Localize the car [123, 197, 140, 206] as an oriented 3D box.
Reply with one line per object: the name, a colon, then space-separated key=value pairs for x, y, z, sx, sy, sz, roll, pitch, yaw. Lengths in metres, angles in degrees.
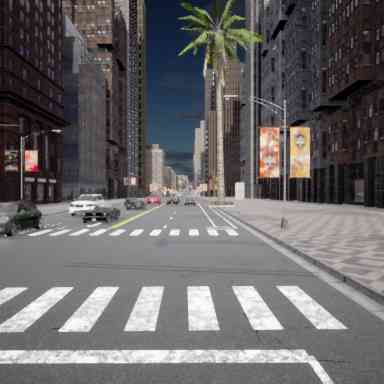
car: x=-10.116 y=1.604 z=55.944 sx=1.994 sy=1.385 sz=4.181 roll=0 pitch=0 yaw=0

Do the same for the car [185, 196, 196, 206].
car: x=-0.322 y=1.587 z=56.102 sx=2.033 sy=1.411 sz=5.357 roll=0 pitch=0 yaw=0

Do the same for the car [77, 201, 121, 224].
car: x=-6.742 y=1.606 z=25.049 sx=1.895 sy=1.301 sz=4.718 roll=0 pitch=0 yaw=0

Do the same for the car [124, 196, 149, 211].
car: x=-6.830 y=1.579 z=40.716 sx=1.994 sy=1.385 sz=4.181 roll=0 pitch=0 yaw=0

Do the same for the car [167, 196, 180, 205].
car: x=-3.496 y=1.647 z=59.733 sx=1.895 sy=1.301 sz=4.718 roll=0 pitch=0 yaw=-1

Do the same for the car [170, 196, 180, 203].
car: x=-3.549 y=1.595 z=69.842 sx=1.812 sy=1.442 sz=4.674 roll=0 pitch=0 yaw=0

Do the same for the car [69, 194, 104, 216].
car: x=-10.036 y=1.230 z=32.317 sx=2.150 sy=2.045 sz=5.566 roll=0 pitch=0 yaw=0

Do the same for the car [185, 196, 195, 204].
car: x=-0.382 y=1.540 z=66.525 sx=1.882 sy=1.535 sz=5.008 roll=0 pitch=0 yaw=0

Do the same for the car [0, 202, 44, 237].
car: x=-9.954 y=1.354 z=18.073 sx=2.097 sy=1.767 sz=4.553 roll=0 pitch=0 yaw=0

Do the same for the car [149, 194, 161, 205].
car: x=-6.848 y=1.329 z=60.624 sx=2.150 sy=2.045 sz=5.566 roll=0 pitch=0 yaw=0
